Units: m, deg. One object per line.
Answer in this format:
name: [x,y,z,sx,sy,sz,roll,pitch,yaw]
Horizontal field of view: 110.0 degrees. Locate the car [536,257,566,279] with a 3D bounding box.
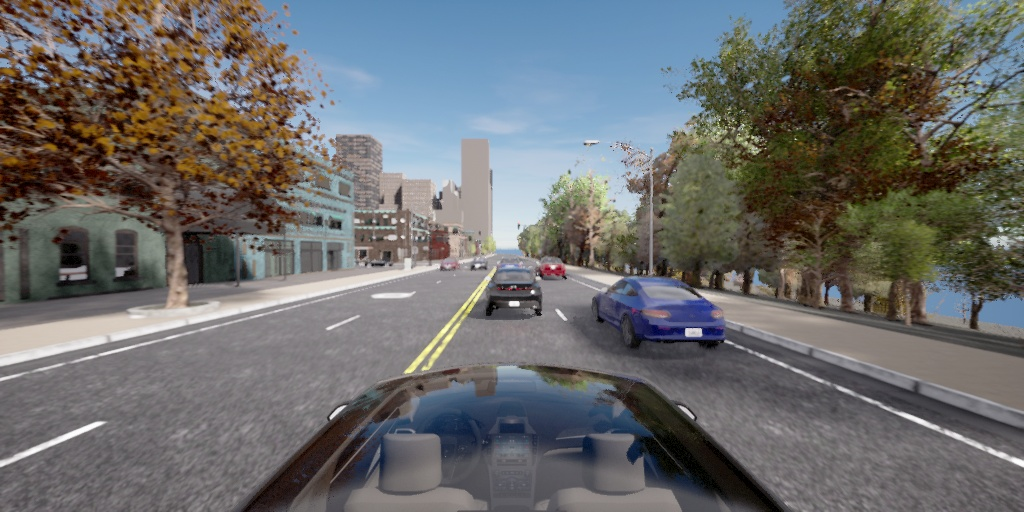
car: [3.063,0.877,29.086,2.097,1.767,4.553,0,0,-1]

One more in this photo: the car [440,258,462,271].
car: [-7.040,0.954,41.211,1.812,1.442,4.674,0,0,-1]

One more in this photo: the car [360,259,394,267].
car: [-20.665,1.129,55.848,4.313,1.339,1.948,0,0,-1]

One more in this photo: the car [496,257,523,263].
car: [-0.189,0.878,29.091,2.097,1.767,4.553,0,0,-1]

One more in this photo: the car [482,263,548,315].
car: [0.043,1.161,13.121,1.837,1.490,4.892,0,0,-1]

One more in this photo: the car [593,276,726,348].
car: [3.327,1.217,8.886,1.812,1.442,4.674,0,0,0]

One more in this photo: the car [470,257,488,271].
car: [-3.796,0.916,41.859,2.128,1.511,4.902,0,0,0]
